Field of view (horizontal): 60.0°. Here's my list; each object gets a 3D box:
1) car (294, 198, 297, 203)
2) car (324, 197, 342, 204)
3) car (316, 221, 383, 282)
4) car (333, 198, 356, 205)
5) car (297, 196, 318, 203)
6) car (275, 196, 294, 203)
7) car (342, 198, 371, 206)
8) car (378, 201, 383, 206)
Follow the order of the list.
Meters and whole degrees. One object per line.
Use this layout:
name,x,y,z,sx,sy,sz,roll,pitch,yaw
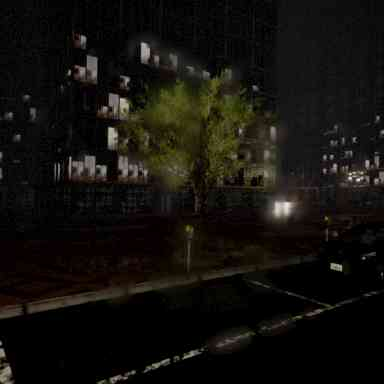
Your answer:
car,27.392,2.127,88.274,1.802,1.307,4.206,1,-1,-20
car,27.708,1.692,64.537,1.967,1.590,4.097,1,-1,-20
car,5.555,1.574,9.817,4.313,1.339,1.947,0,1,-34
car,33.171,1.989,72.517,2.008,1.369,4.403,1,-1,-20
car,29.322,1.824,83.025,2.192,1.841,5.009,1,-1,-20
car,21.931,1.798,80.287,1.967,1.590,4.097,1,-1,-20
car,29.631,1.767,59.286,2.008,1.369,4.403,1,-1,-20
car,36.965,1.893,62.172,1.752,1.417,4.829,1,-1,-20
